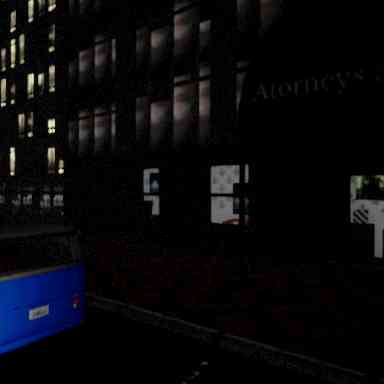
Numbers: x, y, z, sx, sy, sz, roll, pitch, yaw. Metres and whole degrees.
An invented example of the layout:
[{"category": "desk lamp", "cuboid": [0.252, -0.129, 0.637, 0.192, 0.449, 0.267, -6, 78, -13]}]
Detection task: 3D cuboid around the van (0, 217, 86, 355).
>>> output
[{"category": "van", "cuboid": [-3.472, 1.303, 5.368, 3.998, 1.788, 1.690, 0, 0, 36]}]
